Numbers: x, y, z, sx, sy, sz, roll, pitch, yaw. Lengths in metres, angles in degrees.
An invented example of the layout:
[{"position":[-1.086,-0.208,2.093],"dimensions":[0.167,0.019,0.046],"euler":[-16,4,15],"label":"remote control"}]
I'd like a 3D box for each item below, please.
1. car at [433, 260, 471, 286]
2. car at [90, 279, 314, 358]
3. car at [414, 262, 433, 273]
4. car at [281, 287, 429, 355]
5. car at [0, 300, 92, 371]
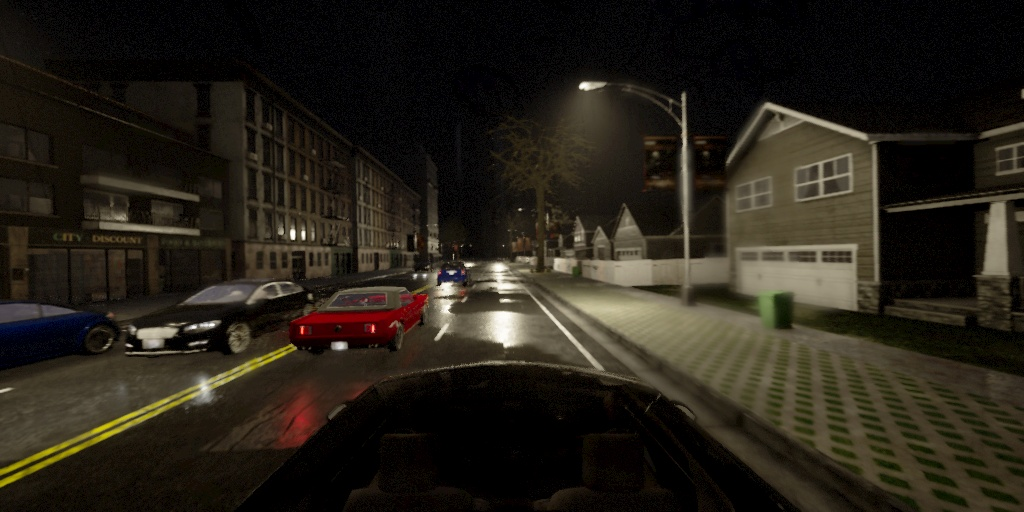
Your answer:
[{"position":[-4.197,1.196,26.441],"dimensions":[2.097,1.767,4.553],"euler":[-1,0,-3],"label":"car"},{"position":[-6.842,1.390,9.174],"dimensions":[2.128,1.511,4.902],"euler":[-1,0,-3],"label":"car"},{"position":[-11.828,1.457,48.501],"dimensions":[2.033,1.411,5.357],"euler":[-1,0,-3],"label":"car"},{"position":[-3.380,1.425,9.034],"dimensions":[1.895,1.301,4.718],"euler":[-1,0,-3],"label":"car"},{"position":[-9.968,1.528,6.480],"dimensions":[1.994,1.385,4.181],"euler":[-1,0,-3],"label":"car"}]
